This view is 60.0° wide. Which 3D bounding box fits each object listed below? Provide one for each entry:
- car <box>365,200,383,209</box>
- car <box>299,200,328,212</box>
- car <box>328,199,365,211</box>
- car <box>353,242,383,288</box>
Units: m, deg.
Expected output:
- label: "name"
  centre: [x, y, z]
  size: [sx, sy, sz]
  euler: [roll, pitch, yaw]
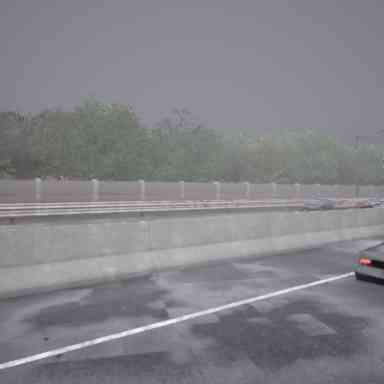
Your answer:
- label: "car"
  centre: [17.436, 1.440, 28.770]
  size: [5.008, 1.535, 1.882]
  euler: [0, 0, -34]
- label: "car"
  centre: [13.567, 1.502, 34.613]
  size: [5.357, 1.411, 2.033]
  euler: [0, 0, -34]
- label: "car"
  centre: [15.525, 1.436, 31.701]
  size: [5.008, 1.535, 1.882]
  euler: [0, 0, -34]
- label: "car"
  centre: [6.061, 1.530, 8.003]
  size: [5.357, 1.411, 2.033]
  euler: [0, 0, -35]
